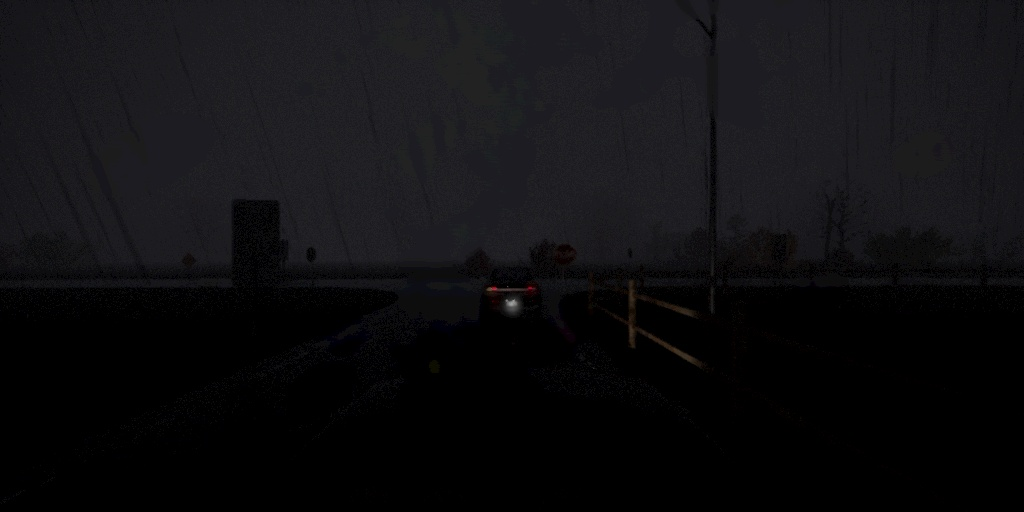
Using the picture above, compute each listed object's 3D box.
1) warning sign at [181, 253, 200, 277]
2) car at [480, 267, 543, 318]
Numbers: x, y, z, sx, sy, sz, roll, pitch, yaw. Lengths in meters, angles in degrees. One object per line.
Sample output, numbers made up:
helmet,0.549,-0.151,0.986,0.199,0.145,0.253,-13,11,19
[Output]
warning sign,-25.393,0.659,28.151,1.060,1.860,1.300,0,0,0
car,-0.067,1.132,12.459,2.128,1.511,4.902,0,1,-2
